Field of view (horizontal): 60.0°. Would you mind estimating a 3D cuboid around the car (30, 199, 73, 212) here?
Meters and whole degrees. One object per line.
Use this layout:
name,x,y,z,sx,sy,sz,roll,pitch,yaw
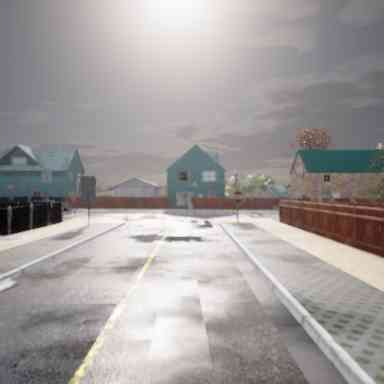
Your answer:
car,-14.261,1.409,31.767,5.357,1.411,2.033,0,1,-1
